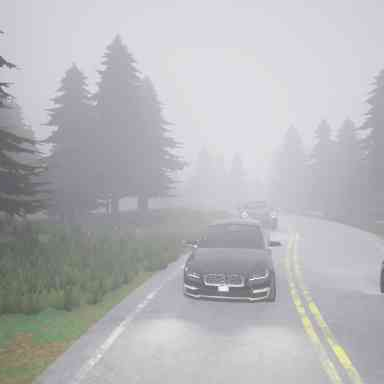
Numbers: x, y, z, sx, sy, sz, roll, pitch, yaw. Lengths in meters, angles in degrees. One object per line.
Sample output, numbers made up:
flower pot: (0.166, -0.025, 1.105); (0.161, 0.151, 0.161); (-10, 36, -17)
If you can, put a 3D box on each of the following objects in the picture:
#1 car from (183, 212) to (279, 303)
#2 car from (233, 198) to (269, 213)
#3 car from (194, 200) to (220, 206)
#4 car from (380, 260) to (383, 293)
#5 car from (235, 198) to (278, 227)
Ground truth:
car: (1.093, 1.496, 8.415); (1.837, 1.490, 4.892); (-1, 0, 12)
car: (6.210, 1.410, 35.736); (1.837, 1.490, 4.892); (2, -1, -16)
car: (1.929, 1.799, 44.862); (1.812, 1.442, 4.674); (3, -5, -35)
car: (4.494, 1.308, 4.644); (2.097, 1.767, 4.553); (-1, 0, 8)
car: (3.880, 1.270, 20.367); (2.097, 1.767, 4.553); (-1, 0, 5)
